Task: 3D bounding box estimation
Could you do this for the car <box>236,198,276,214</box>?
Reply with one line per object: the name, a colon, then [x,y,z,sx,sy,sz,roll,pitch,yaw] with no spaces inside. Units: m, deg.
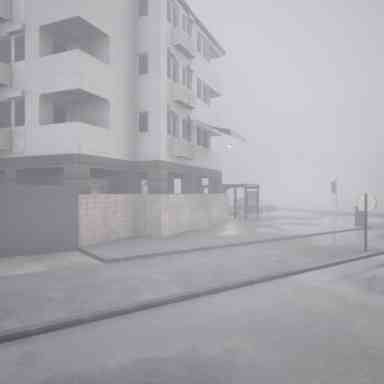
car: [6.609,1.351,35.103,2.097,1.767,4.553,0,0,-36]
